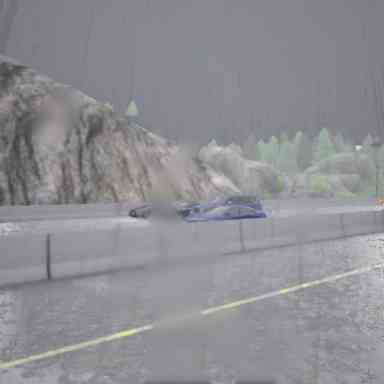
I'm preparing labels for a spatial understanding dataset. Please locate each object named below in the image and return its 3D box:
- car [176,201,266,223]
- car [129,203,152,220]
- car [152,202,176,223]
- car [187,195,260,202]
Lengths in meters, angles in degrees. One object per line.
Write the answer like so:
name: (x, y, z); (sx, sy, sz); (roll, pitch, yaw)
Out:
car: (1.892, 1.456, 18.211); (5.008, 1.535, 1.882); (0, 0, -35)
car: (-3.062, 1.539, 27.565); (4.181, 1.385, 1.994); (0, 0, -35)
car: (-0.262, 1.481, 25.256); (4.892, 1.490, 1.837); (1, 0, -35)
car: (2.500, 1.197, 22.922); (5.566, 2.045, 2.150); (0, 0, -35)
